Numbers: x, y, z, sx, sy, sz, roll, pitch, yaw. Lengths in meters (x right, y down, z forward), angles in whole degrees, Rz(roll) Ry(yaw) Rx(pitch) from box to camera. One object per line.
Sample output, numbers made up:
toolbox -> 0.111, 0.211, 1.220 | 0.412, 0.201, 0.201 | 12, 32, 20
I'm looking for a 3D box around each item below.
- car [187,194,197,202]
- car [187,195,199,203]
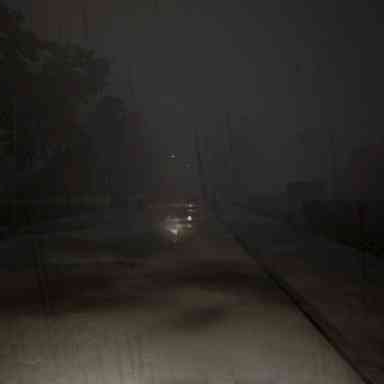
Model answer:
car -> 0.009, 1.222, 69.320 | 2.033, 1.411, 5.357 | 0, 0, 0
car -> 0.108, 1.234, 58.975 | 1.837, 1.490, 4.892 | 0, 0, 0
